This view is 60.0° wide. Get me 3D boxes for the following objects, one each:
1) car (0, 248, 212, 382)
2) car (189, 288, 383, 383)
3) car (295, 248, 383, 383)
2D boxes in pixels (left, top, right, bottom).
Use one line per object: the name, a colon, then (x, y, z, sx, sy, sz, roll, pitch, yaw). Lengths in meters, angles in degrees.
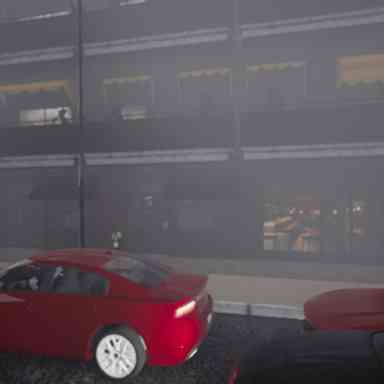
car: (-1.948, 1.537, 4.975, 4.507, 1.381, 1.887, 0, -1, 13)
car: (2.585, 1.513, 2.033, 4.892, 1.490, 1.837, 0, 0, 13)
car: (3.579, 1.555, 3.710, 4.507, 1.381, 1.887, 0, -1, 13)
